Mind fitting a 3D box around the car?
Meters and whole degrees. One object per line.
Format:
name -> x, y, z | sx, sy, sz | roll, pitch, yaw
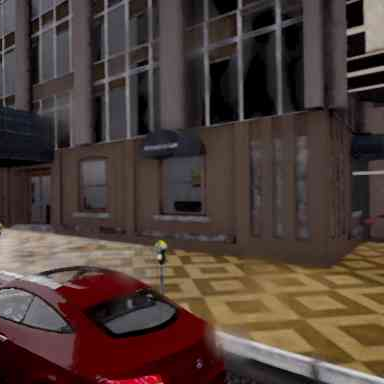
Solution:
car -> -1.597, 1.579, 4.026 | 4.206, 1.307, 1.802 | 0, -1, 36
